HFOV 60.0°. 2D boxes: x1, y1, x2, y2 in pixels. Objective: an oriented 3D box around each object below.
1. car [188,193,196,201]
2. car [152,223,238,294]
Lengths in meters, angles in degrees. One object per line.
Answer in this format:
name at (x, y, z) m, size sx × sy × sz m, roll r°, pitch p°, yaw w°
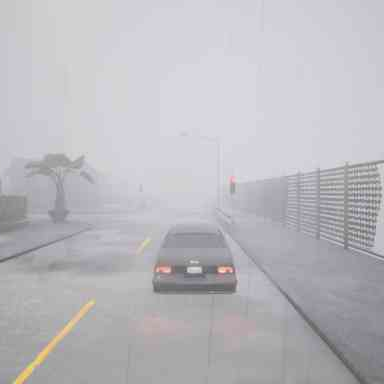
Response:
car at (0.065, 1.225, 87.015) m, size 2.150 × 2.045 × 5.566 m, roll 0°, pitch 0°, yaw 0°
car at (0.070, 1.547, 8.911) m, size 2.033 × 1.411 × 5.357 m, roll 0°, pitch 0°, yaw 1°
